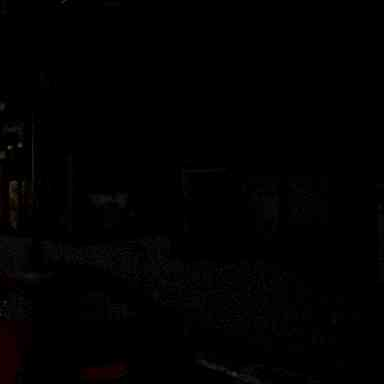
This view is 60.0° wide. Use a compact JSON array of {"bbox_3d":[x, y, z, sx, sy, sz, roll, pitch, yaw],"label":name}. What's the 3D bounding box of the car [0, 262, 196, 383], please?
[{"bbox_3d":[-1.895,1.584,4.208,4.206,1.307,1.802,0,-1,36],"label":"car"}]
